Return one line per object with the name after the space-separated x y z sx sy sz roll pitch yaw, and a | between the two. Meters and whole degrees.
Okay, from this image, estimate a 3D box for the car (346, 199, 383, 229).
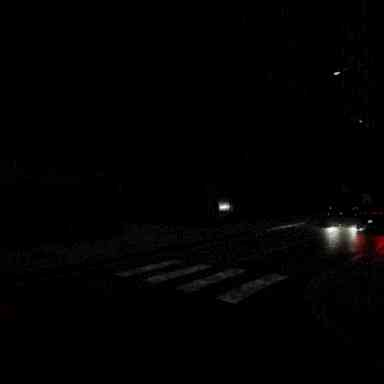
11.097 1.347 19.553 2.128 1.511 4.902 -2 -1 41 | car

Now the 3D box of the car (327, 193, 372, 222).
12.233 1.124 25.343 2.150 2.045 5.566 -2 -1 41 | car
